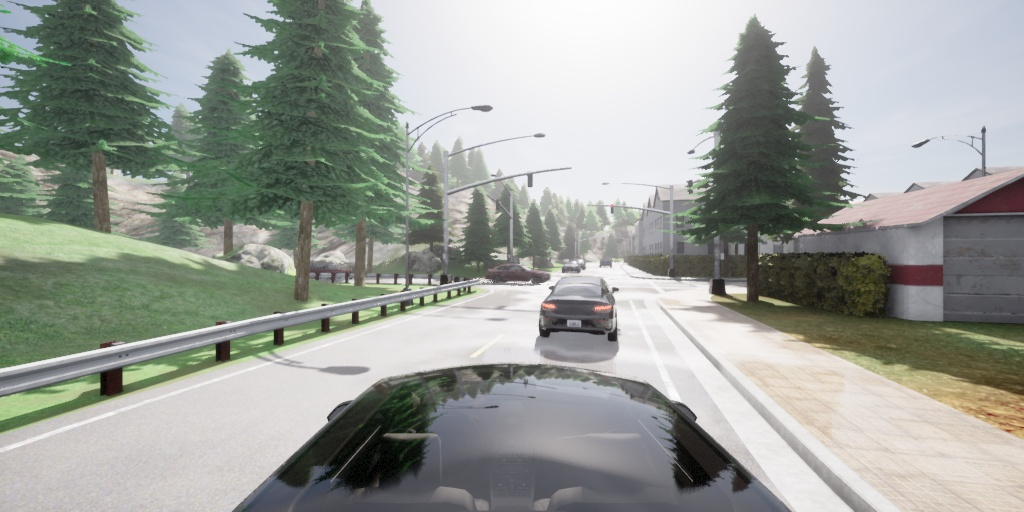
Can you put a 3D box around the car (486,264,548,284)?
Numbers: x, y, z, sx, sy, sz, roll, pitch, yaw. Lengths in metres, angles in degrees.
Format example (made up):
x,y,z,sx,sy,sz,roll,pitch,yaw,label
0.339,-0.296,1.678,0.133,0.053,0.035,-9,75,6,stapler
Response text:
x,y,z,sx,sy,sz,roll,pitch,yaw,label
0.428,1.280,25.733,4.674,1.442,1.812,0,0,15,car

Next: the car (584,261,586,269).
x,y,z,sx,sy,sz,roll,pitch,yaw,label
9.867,1.240,52.863,2.128,1.511,4.902,0,0,15,car

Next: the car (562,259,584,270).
x,y,z,sx,sy,sz,roll,pitch,yaw,label
7.197,1.313,43.169,1.994,1.385,4.181,0,0,15,car

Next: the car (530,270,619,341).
x,y,z,sx,sy,sz,roll,pitch,yaw,label
1.922,1.276,9.878,1.812,1.442,4.674,0,0,15,car

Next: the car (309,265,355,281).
x,y,z,sx,sy,sz,roll,pitch,yaw,label
-15.282,1.365,29.934,4.718,1.301,1.895,0,0,15,car
